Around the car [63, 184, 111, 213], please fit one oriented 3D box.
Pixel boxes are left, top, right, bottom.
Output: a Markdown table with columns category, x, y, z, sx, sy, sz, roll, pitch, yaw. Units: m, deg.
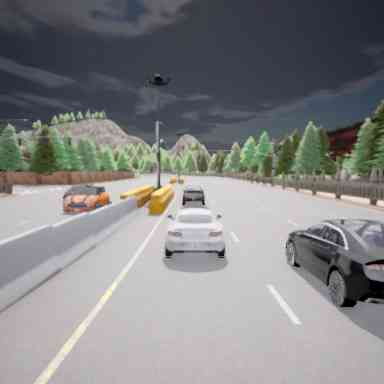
| category | x | y | z | sx | sy | sz | roll | pitch | yaw |
| --- | --- | --- | --- | --- | --- | --- | --- | --- | --- |
| car | -7.065 | 0.394 | 22.661 | 2.097 | 1.767 | 4.553 | 0 | 4 | 0 |

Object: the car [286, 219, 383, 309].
| category | x | y | z | sx | sy | sz | roll | pitch | yaw |
| --- | --- | --- | --- | --- | --- | --- | --- | --- | --- |
| car | 3.598 | 1.355 | 7.576 | 2.128 | 1.511 | 4.902 | 0 | 2 | 0 |

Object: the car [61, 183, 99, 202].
| category | x | y | z | sx | sy | sz | roll | pitch | yaw |
| --- | --- | --- | --- | --- | --- | --- | --- | --- | --- |
| car | -10.468 | 0.007 | 31.376 | 1.837 | 1.490 | 4.892 | 0 | 3 | 1 |

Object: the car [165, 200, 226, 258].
| category | x | y | z | sx | sy | sz | roll | pitch | yaw |
| --- | --- | --- | --- | --- | --- | --- | --- | --- | --- |
| car | 0.097 | 1.232 | 11.511 | 1.812 | 1.442 | 4.674 | 0 | 2 | 0 |

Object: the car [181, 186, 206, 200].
| category | x | y | z | sx | sy | sz | roll | pitch | yaw |
| --- | --- | --- | --- | --- | --- | --- | --- | --- | --- |
| car | 0.147 | 0.188 | 28.198 | 2.128 | 1.511 | 4.902 | 0 | 4 | 0 |
